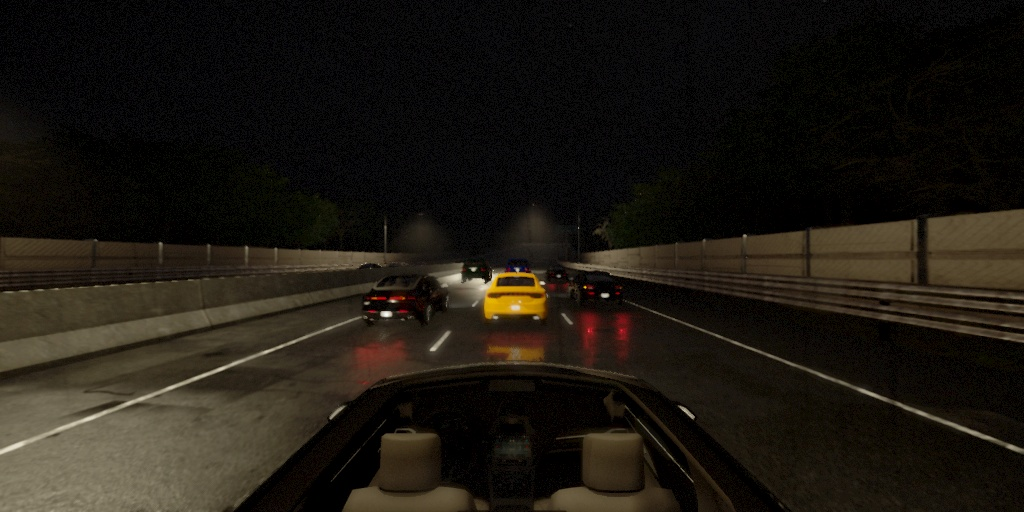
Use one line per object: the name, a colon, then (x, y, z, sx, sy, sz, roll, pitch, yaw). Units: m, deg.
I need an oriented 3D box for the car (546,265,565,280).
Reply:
car: (4.088, 1.566, 32.925, 1.812, 1.442, 4.674, 0, -1, 2)

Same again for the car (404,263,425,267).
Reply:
car: (-12.984, 1.718, 49.846, 1.812, 1.442, 4.674, 0, -1, 3)

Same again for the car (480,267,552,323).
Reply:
car: (0.152, 1.316, 12.513, 1.882, 1.535, 5.008, 0, 0, 1)

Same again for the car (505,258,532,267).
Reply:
car: (0.528, 1.240, 30.981, 2.150, 2.045, 5.566, 0, -1, 2)

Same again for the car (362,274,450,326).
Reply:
car: (-3.358, 1.339, 12.107, 1.837, 1.490, 4.892, 0, 0, 1)

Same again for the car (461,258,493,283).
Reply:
car: (-2.970, 1.239, 31.121, 2.150, 2.045, 5.566, 0, -1, 2)

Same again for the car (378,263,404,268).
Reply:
car: (-16.448, 1.691, 50.642, 2.128, 1.511, 4.902, 0, -1, 3)

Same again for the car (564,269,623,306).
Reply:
car: (3.726, 1.403, 16.471, 1.812, 1.442, 4.674, 0, 0, 1)

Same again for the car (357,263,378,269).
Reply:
car: (-19.968, 1.716, 50.257, 1.812, 1.442, 4.674, 0, -1, 3)
